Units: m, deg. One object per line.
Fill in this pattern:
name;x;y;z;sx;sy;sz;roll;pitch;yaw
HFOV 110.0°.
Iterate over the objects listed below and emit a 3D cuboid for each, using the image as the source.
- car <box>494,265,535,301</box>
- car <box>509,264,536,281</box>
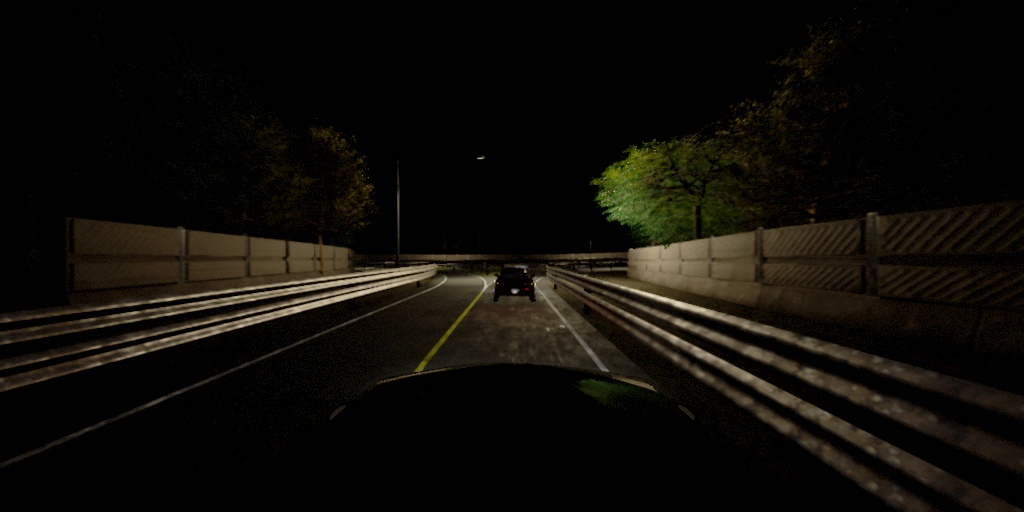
car;0.124;1.292;17.370;1.812;1.442;4.674;1;0;0
car;1.122;1.559;35.129;2.033;1.411;5.357;0;-1;9
